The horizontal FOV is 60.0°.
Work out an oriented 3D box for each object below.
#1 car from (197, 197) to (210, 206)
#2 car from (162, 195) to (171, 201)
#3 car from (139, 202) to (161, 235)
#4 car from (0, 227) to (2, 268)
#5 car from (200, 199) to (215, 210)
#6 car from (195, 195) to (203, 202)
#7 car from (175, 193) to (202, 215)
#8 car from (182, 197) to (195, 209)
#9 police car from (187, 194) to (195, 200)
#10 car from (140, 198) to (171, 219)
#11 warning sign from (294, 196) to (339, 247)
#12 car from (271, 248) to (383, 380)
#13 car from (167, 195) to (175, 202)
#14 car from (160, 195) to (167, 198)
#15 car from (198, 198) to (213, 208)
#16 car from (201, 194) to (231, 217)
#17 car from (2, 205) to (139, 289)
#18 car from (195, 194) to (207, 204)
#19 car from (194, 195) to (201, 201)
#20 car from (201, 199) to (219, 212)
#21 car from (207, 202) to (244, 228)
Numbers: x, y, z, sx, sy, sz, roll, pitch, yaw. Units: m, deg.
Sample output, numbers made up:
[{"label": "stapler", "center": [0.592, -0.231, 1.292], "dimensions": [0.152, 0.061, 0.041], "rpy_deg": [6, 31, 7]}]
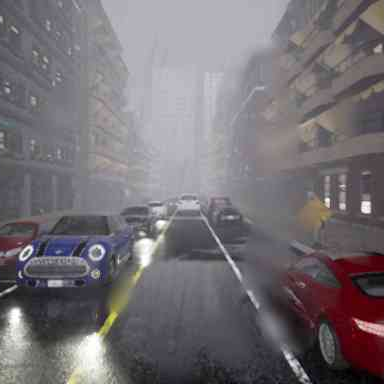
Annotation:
[{"label": "car", "center": [1.882, 1.544, 55.357], "dimensions": [2.008, 1.369, 4.403], "rpy_deg": [-1, 0, -1]}, {"label": "car", "center": [-6.343, 1.451, 82.982], "dimensions": [1.967, 1.590, 4.097], "rpy_deg": [-1, 0, -1]}, {"label": "car", "center": [-3.062, 1.515, 18.800], "dimensions": [1.837, 1.490, 4.892], "rpy_deg": [0, 0, -1]}, {"label": "car", "center": [-5.446, 1.598, 10.849], "dimensions": [1.802, 1.307, 4.206], "rpy_deg": [-1, 0, -1]}, {"label": "car", "center": [2.020, 1.576, 44.260], "dimensions": [1.802, 1.307, 4.206], "rpy_deg": [-1, 0, -1]}, {"label": "car", "center": [1.604, 1.515, 77.722], "dimensions": [1.752, 1.417, 4.829], "rpy_deg": [-1, 0, -1]}, {"label": "car", "center": [-0.306, 1.224, 34.372], "dimensions": [2.150, 2.045, 5.566], "rpy_deg": [0, 0, 0]}, {"label": "car", "center": [-0.483, 1.527, 47.660], "dimensions": [1.812, 1.442, 4.674], "rpy_deg": [0, 0, -1]}, {"label": "police car", "center": [-0.317, 1.417, 92.979], "dimensions": [1.930, 1.638, 5.238], "rpy_deg": [0, 0, -1]}, {"label": "car", "center": [-3.156, 1.536, 28.889], "dimensions": [1.812, 1.442, 4.674], "rpy_deg": [0, 0, 1]}, {"label": "warning sign", "center": [4.806, 1.103, 12.908], "dimensions": [1.300, 1.860, 1.060], "rpy_deg": [1, 1, -1]}, {"label": "car", "center": [2.507, 1.575, 5.421], "dimensions": [1.802, 1.307, 4.206], "rpy_deg": [-1, 0, -1]}, {"label": "car", "center": [-3.592, 1.542, 68.803], "dimensions": [1.994, 1.385, 4.181], "rpy_deg": [0, 0, -1]}, {"label": "car", "center": [-6.202, 1.539, 71.715], "dimensions": [1.752, 1.417, 4.829], "rpy_deg": [-1, 0, -1]}, {"label": "car", "center": [1.951, 1.560, 49.809], "dimensions": [1.947, 1.339, 4.313], "rpy_deg": [-1, 0, -1]}, {"label": "car", "center": [2.223, 1.310, 27.614], "dimensions": [2.192, 1.841, 5.009], "rpy_deg": [-1, 0, -1]}, {"label": "car", "center": [-2.952, 1.361, 9.347], "dimensions": [2.097, 1.767, 4.553], "rpy_deg": [0, 0, -1]}, {"label": "car", "center": [1.741, 1.307, 66.455], "dimensions": [2.192, 1.841, 5.009], "rpy_deg": [-1, 0, -1]}, {"label": "car", "center": [1.469, 1.570, 88.649], "dimensions": [1.802, 1.307, 4.206], "rpy_deg": [-1, 0, -1]}, {"label": "car", "center": [2.089, 1.577, 38.712], "dimensions": [1.802, 1.307, 4.206], "rpy_deg": [-1, 0, -1]}, {"label": "car", "center": [2.296, 1.560, 22.066], "dimensions": [1.947, 1.339, 4.313], "rpy_deg": [-1, 0, -1]}]
